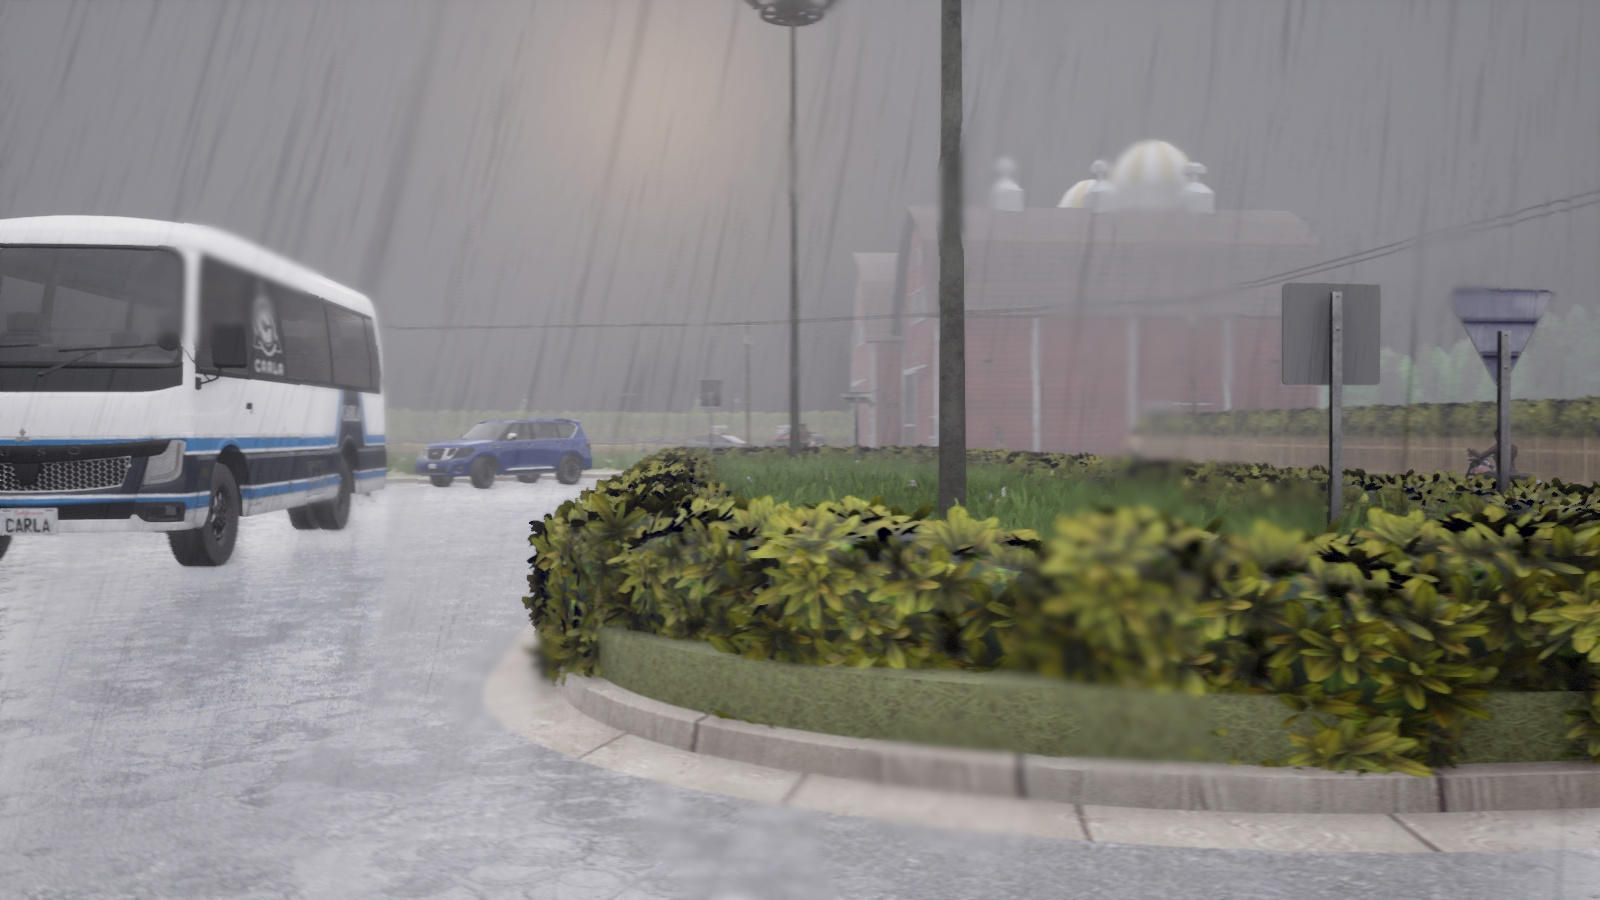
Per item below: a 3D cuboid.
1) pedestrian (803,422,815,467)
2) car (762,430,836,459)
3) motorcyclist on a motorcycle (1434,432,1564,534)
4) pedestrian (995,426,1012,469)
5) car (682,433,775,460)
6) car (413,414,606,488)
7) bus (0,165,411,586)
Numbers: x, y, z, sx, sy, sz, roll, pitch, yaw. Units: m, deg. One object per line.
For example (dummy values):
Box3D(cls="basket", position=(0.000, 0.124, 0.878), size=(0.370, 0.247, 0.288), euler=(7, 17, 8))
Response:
Box3D(cls="pedestrian", position=(0.360, -0.218, 50.328), size=(0.328, 1.805, 0.869), euler=(0, 1, 12))
Box3D(cls="car", position=(-0.059, -0.334, 73.472), size=(3.988, 1.617, 1.851), euler=(1, 1, 37))
Box3D(cls="motorcyclist on a motorcycle", position=(11.917, 0.522, 21.515), size=(0.766, 1.649, 2.350), euler=(0, 1, -5))
Box3D(cls="pedestrian", position=(8.747, -0.108, 53.984), size=(0.694, 1.848, 0.540), euler=(0, 1, 15))
Box3D(cls="car", position=(-4.083, -0.212, 71.615), size=(4.792, 1.488, 2.163), euler=(0, 1, 22))
Box3D(cls="car", position=(-8.580, -0.010, 37.635), size=(2.150, 2.045, 5.566), euler=(1, 1, 37))
Box3D(cls="bus", position=(-8.651, -0.829, 17.814), size=(3.944, 4.253, 10.273), euler=(0, 1, -5))
